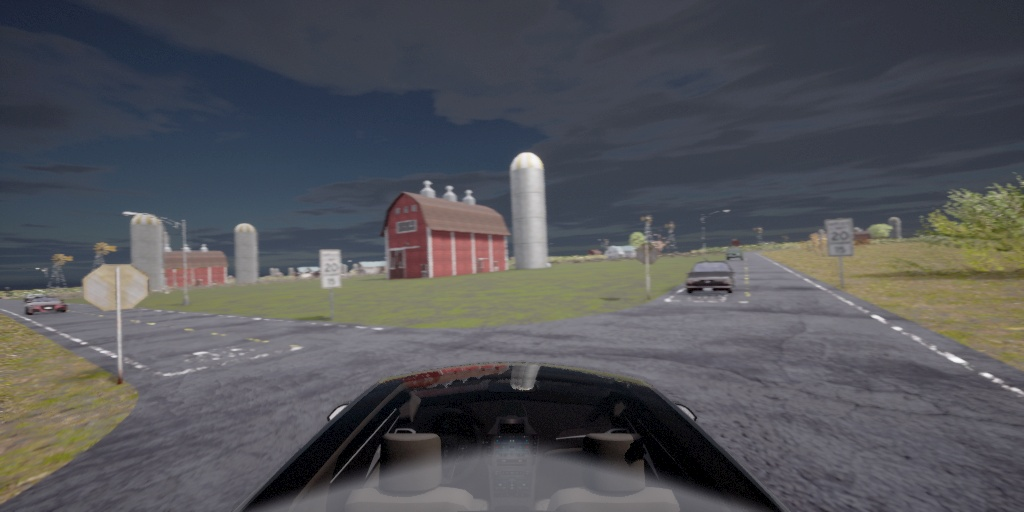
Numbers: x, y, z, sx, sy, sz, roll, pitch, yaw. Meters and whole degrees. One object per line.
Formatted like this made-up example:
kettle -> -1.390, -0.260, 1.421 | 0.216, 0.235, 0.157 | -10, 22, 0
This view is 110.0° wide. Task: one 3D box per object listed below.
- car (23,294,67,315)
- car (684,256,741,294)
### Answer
car -> -40.081, 4.243, 30.801 | 4.181, 1.385, 1.994 | -4, -2, 33
car -> 9.538, 0.941, 17.113 | 2.033, 1.411, 5.357 | -3, -1, 33
